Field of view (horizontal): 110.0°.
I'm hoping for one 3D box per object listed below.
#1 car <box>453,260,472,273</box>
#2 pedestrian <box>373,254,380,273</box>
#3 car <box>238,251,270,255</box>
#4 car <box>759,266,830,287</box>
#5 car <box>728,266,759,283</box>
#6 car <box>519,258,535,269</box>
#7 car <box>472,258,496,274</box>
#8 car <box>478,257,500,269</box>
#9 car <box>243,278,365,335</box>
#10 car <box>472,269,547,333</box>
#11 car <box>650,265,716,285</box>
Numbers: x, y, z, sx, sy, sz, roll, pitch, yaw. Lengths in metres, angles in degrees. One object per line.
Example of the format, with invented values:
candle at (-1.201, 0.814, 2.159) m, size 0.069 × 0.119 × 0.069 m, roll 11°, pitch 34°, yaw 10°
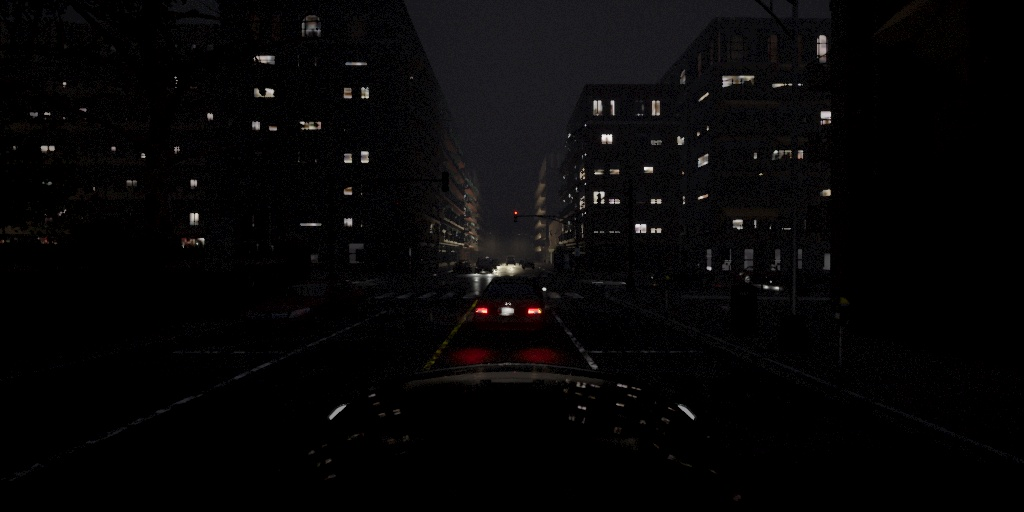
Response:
car at (-5.833, 1.188, 42.886) m, size 1.967 × 1.591 × 4.097 m, roll 0°, pitch 0°, yaw 0°
pedestrian at (-12.824, 0.652, 33.854) m, size 0.375 × 1.860 × 0.375 m, roll 0°, pitch -1°, yaw -1°
car at (-17.618, 0.694, 25.043) m, size 5.566 × 2.045 × 2.150 m, roll 1°, pitch 0°, yaw -1°
car at (23.484, 1.731, 28.896) m, size 5.357 × 1.411 × 2.033 m, roll 1°, pitch 0°, yaw -1°
car at (21.277, 1.570, 31.419) m, size 4.097 × 1.591 × 1.967 m, roll 0°, pitch 0°, yaw -1°
car at (2.507, 1.299, 54.188) m, size 2.007 × 1.370 × 4.403 m, roll 0°, pitch 0°, yaw 0°
car at (-3.244, 1.274, 42.218) m, size 1.812 × 1.442 × 4.674 m, roll 0°, pitch 0°, yaw 0°
car at (-3.273, 1.104, 52.112) m, size 2.097 × 1.767 × 4.553 m, roll 0°, pitch 0°, yaw 0°
car at (-5.717, 1.331, 10.475) m, size 1.802 × 1.307 × 4.207 m, roll 0°, pitch 0°, yaw 0°
car at (0.048, 1.297, 10.692) m, size 2.033 × 1.411 × 5.357 m, roll 0°, pitch 0°, yaw 3°
car at (13.675, 1.501, 28.736) m, size 4.902 × 1.511 × 2.128 m, roll 1°, pitch 0°, yaw -1°
